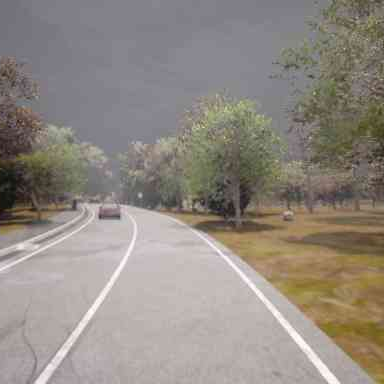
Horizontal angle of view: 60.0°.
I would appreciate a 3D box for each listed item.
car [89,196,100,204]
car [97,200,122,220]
[{"bbox_3d":[-20.437,1.653,69.638,1.882,1.535,5.008,2,-1,-20],"label":"car"},{"bbox_3d":[-7.213,1.654,29.414,1.812,1.442,4.674,1,0,-13],"label":"car"}]
